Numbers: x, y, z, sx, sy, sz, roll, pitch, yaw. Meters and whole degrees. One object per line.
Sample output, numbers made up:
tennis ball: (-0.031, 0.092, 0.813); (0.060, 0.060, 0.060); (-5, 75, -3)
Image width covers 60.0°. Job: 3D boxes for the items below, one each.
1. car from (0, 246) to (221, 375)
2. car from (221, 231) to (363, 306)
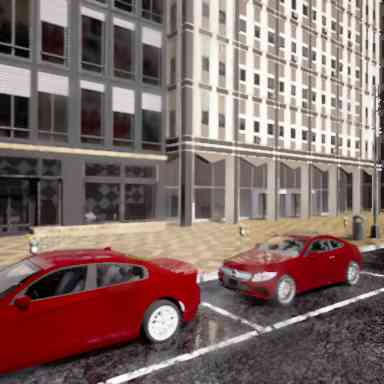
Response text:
car: (-1.953, 1.557, 4.884); (4.507, 1.381, 1.887); (1, 0, -35)
car: (2.555, 1.647, 8.120); (4.206, 1.307, 1.802); (1, 0, -36)
